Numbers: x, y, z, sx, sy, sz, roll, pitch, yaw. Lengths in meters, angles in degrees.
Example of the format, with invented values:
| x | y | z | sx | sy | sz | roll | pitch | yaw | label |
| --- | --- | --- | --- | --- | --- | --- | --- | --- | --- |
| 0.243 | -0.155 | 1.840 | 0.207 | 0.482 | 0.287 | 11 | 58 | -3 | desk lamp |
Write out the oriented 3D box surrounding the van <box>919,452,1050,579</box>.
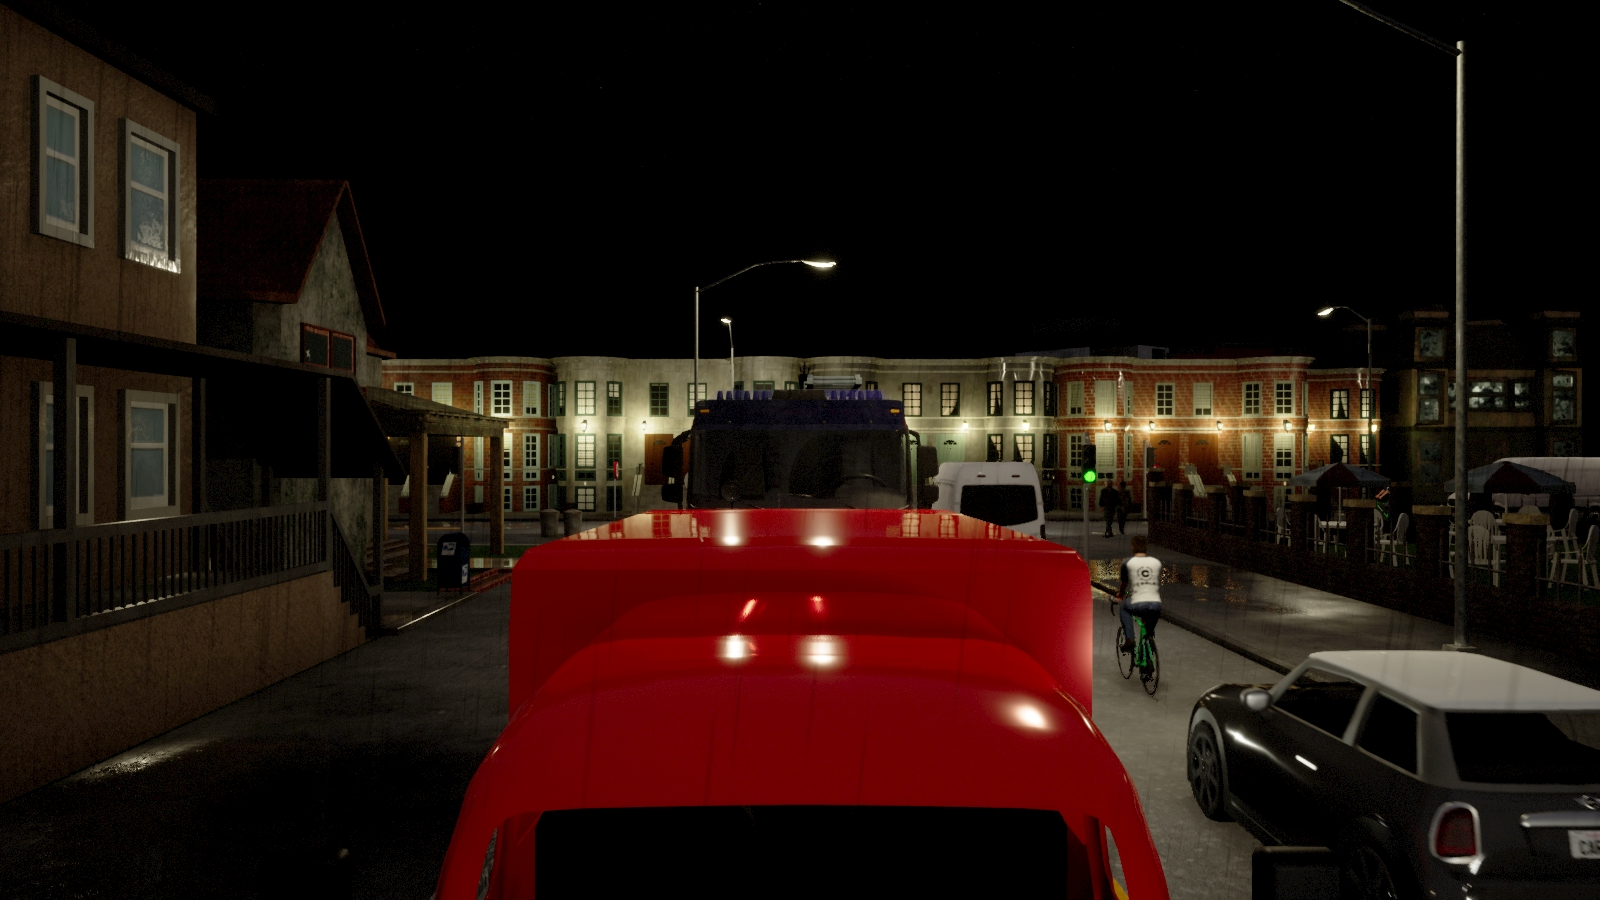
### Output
| x | y | z | sx | sy | sz | roll | pitch | yaw | label |
| --- | --- | --- | --- | --- | --- | --- | --- | --- | --- |
| 4.006 | 1.324 | 25.829 | 1.988 | 2.561 | 5.915 | 0 | 0 | 0 | van |

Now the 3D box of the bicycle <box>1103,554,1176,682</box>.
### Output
| x | y | z | sx | sy | sz | roll | pitch | yaw | label |
| --- | --- | --- | --- | --- | --- | --- | --- | --- | --- |
| 3.994 | 1.942 | 13.543 | 0.373 | 1.296 | 1.643 | 0 | -1 | 0 | bicycle |

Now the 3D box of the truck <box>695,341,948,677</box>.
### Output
| x | y | z | sx | sy | sz | roll | pitch | yaw | label |
| --- | --- | --- | --- | --- | --- | --- | --- | --- | --- |
| 0.275 | 0.678 | 17.256 | 2.891 | 3.827 | 8.468 | 0 | 0 | 0 | truck |

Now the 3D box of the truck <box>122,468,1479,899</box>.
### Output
| x | y | z | sx | sy | sz | roll | pitch | yaw | label |
| --- | --- | --- | --- | --- | --- | --- | --- | --- | --- |
| -0.002 | 1.351 | 4.813 | 2.627 | 2.467 | 5.204 | 0 | 0 | 0 | truck |

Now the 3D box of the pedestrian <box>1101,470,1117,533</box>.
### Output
| x | y | z | sx | sy | sz | roll | pitch | yaw | label |
| --- | --- | --- | --- | --- | --- | --- | --- | --- | --- |
| 9.245 | 1.532 | 34.192 | 0.375 | 1.860 | 0.375 | 0 | 0 | -1 | pedestrian |

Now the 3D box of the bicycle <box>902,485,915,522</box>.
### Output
| x | y | z | sx | sy | sz | roll | pitch | yaw | label |
| --- | --- | --- | --- | --- | --- | --- | --- | --- | --- |
| 3.995 | 1.958 | 42.137 | 0.329 | 1.271 | 1.835 | 0 | 0 | 0 | bicycle |

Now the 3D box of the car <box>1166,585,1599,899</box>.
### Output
| x | y | z | sx | sy | sz | roll | pitch | yaw | label |
| --- | --- | --- | --- | --- | --- | --- | --- | --- | --- |
| 3.998 | 1.849 | 7.512 | 1.970 | 1.475 | 3.806 | 0 | 0 | 0 | car |

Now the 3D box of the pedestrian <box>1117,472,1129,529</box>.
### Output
| x | y | z | sx | sy | sz | roll | pitch | yaw | label |
| --- | --- | --- | --- | --- | --- | --- | --- | --- | --- |
| 10.648 | 1.645 | 37.704 | 0.375 | 1.860 | 0.375 | 0 | 0 | 18 | pedestrian |
